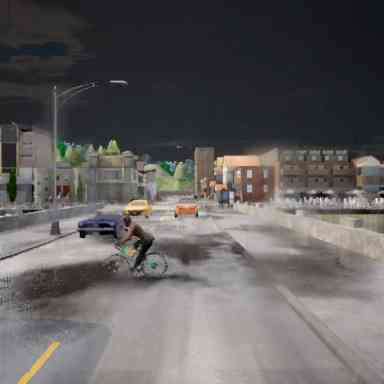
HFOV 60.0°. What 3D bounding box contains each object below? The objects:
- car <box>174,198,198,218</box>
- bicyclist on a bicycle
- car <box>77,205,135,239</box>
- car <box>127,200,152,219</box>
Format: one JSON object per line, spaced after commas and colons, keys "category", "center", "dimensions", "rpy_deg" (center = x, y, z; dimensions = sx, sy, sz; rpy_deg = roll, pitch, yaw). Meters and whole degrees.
{"category": "car", "center": [-0.522, 1.352, 30.761], "dimensions": [2.097, 1.767, 4.553], "rpy_deg": [0, 0, -1]}
{"category": "bicyclist on a bicycle", "center": [-1.475, 1.451, 8.537], "dimensions": [1.656, 1.620, 0.582], "rpy_deg": [-2, 0, -1]}
{"category": "car", "center": [-4.445, 1.601, 17.460], "dimensions": [1.895, 1.301, 4.718], "rpy_deg": [0, 0, -1]}
{"category": "car", "center": [-4.665, 1.477, 29.588], "dimensions": [1.882, 1.535, 5.008], "rpy_deg": [0, 0, -1]}
